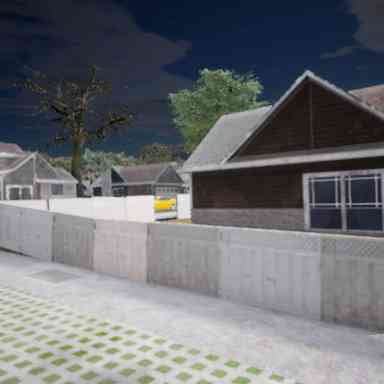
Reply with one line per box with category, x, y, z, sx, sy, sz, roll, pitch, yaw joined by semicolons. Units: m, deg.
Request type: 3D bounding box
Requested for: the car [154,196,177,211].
car;-3.489;1.167;33.087;1.882;1.535;5.008;-2;0;36
